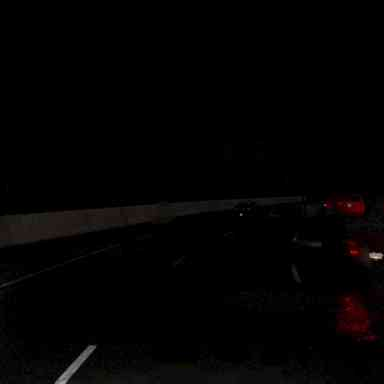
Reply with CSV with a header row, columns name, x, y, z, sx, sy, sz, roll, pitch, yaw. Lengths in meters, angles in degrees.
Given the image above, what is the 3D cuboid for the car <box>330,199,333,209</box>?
name,x,y,z,sx,sy,sz,roll,pitch,yaw
car,16.872,1.555,41.604,1.994,1.385,4.181,0,0,29

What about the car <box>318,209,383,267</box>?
name,x,y,z,sx,sy,sz,roll,pitch,yaw
car,5.489,1.523,11.043,1.812,1.442,4.674,0,0,15

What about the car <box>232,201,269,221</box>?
name,x,y,z,sx,sy,sz,roll,pitch,yaw
car,4.827,1.485,26.984,2.128,1.511,4.902,0,0,28

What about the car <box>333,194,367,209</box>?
name,x,y,z,sx,sy,sz,roll,pitch,yaw
car,14.238,1.212,29.641,2.150,2.045,5.566,0,0,29

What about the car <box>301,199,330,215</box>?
name,x,y,z,sx,sy,sz,roll,pitch,yaw
car,12.063,1.557,32.885,1.994,1.385,4.181,0,0,29
